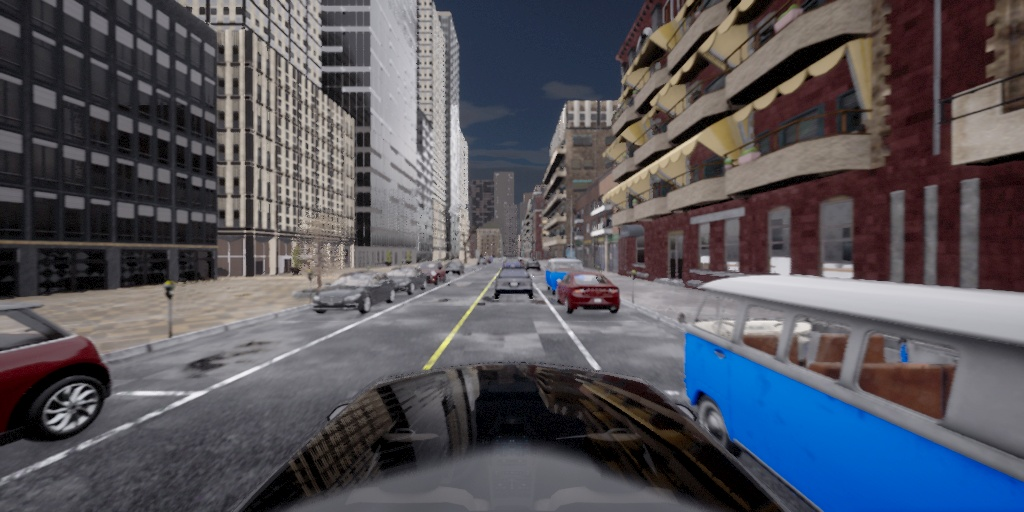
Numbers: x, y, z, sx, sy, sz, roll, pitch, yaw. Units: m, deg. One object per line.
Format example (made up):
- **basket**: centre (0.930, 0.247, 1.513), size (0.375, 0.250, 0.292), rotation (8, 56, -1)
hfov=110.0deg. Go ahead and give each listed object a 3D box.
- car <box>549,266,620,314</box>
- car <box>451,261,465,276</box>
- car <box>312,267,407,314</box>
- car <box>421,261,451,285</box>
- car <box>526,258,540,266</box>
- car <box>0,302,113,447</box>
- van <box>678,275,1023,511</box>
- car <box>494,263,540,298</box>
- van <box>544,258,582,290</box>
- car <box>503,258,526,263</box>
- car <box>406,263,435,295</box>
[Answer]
- **car**: centre (2.687, 1.249, 13.468), size (1.888, 1.381, 4.507), rotation (0, 0, 0)
- **car**: centre (-5.701, 1.192, 35.557), size (1.948, 1.339, 4.313), rotation (0, 0, 0)
- **car**: centre (-5.694, 1.257, 13.465), size (2.007, 1.370, 4.403), rotation (0, 0, 0)
- **car**: centre (-5.698, 1.106, 24.512), size (1.967, 1.591, 4.097), rotation (0, 0, 0)
- **car**: centre (2.677, 1.153, 46.605), size (1.948, 1.339, 4.313), rotation (0, 0, 0)
- **car**: centre (-5.691, 1.189, 2.422), size (1.967, 1.591, 4.097), rotation (0, 0, 0)
- **van**: centre (2.690, 1.087, 2.423), size (1.690, 1.789, 3.998), rotation (0, 0, 0)
- **car**: centre (0.091, 1.236, 17.939), size (2.033, 1.411, 5.357), rotation (0, 0, 0)
- **van**: centre (2.685, 1.024, 18.990), size (1.690, 1.789, 3.998), rotation (0, 0, 0)
- **car**: centre (0.087, 0.968, 37.795), size (2.097, 1.767, 4.553), rotation (0, 0, 0)
- **car**: centre (-5.696, 1.237, 18.989), size (2.007, 1.370, 4.403), rotation (0, 0, 0)
